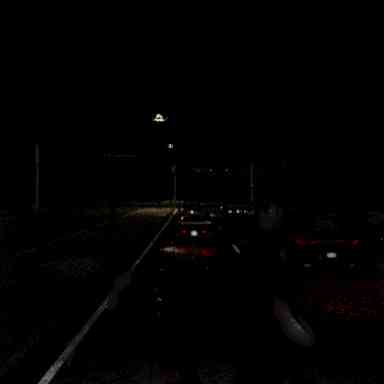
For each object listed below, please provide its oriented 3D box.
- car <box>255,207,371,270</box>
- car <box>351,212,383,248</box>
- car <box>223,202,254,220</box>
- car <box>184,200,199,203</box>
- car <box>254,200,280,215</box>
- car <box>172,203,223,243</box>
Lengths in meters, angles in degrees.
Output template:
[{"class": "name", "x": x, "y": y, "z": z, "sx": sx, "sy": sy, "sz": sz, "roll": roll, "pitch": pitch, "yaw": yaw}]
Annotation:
[{"class": "car", "x": 3.595, "y": 1.481, "z": 11.046, "sx": 1.882, "sy": 1.535, "sz": 5.008, "roll": 0, "pitch": 0, "yaw": 0}, {"class": "car", "x": 7.076, "y": 1.529, "z": 13.690, "sx": 1.812, "sy": 1.442, "sz": 4.674, "roll": 0, "pitch": 0, "yaw": 0}, {"class": "car", "x": 3.512, "y": 1.555, "z": 27.934, "sx": 2.033, "sy": 1.411, "sz": 5.357, "roll": 0, "pitch": 0, "yaw": 0}, {"class": "car", "x": -0.010, "y": 1.513, "z": 31.237, "sx": 1.837, "sy": 1.490, "sz": 4.892, "roll": 0, "pitch": 0, "yaw": 0}, {"class": "car", "x": 6.989, "y": 1.513, "z": 31.456, "sx": 1.837, "sy": 1.490, "sz": 4.892, "roll": 0, "pitch": 0, "yaw": 0}, {"class": "car", "x": 0.078, "y": 1.494, "z": 16.047, "sx": 2.128, "sy": 1.511, "sz": 4.902, "roll": 0, "pitch": 0, "yaw": 0}]
